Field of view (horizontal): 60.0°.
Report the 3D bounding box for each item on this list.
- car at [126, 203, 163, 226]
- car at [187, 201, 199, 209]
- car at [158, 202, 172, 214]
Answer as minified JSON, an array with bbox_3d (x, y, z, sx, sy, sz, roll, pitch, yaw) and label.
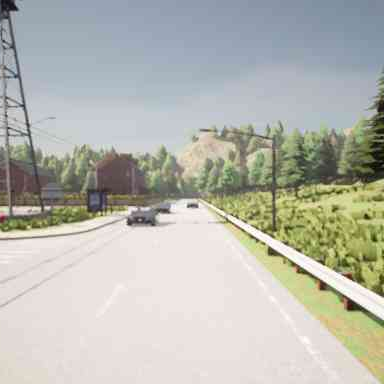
[{"bbox_3d":[-3.590,1.785,24.997,1.994,1.385,4.181,0,0,1],"label":"car"},{"bbox_3d":[0.113,2.087,55.254,1.895,1.301,4.718,0,-1,0],"label":"car"},{"bbox_3d":[-3.490,1.920,40.773,2.033,1.411,5.357,0,-1,0],"label":"car"}]
